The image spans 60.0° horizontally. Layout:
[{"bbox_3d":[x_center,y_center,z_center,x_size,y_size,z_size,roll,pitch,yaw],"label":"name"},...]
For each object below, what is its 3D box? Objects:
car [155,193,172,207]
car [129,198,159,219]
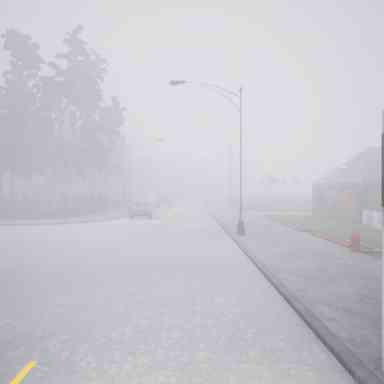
[{"bbox_3d":[-4.251,1.220,49.904,2.150,2.045,5.566,0,0,0],"label":"car"},{"bbox_3d":[-4.206,1.502,28.748,1.837,1.490,4.892,0,0,0],"label":"car"}]
